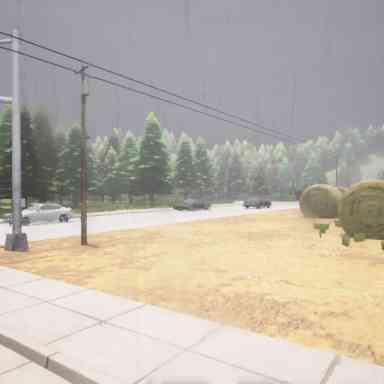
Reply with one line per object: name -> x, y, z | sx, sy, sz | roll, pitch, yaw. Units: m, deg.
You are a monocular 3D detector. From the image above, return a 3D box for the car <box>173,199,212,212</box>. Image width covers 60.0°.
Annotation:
car -> 0.147, 1.469, 38.058 | 2.033, 1.411, 5.357 | 0, 0, 37

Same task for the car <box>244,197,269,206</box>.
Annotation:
car -> 9.895, 1.440, 51.018 | 1.895, 1.301, 4.718 | 0, 0, 37

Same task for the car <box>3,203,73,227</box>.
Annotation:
car -> -10.700, 1.543, 23.468 | 1.812, 1.442, 4.674 | 0, 0, 37

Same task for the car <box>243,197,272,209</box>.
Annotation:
car -> 8.495, 1.412, 43.100 | 2.033, 1.411, 5.357 | 0, 0, 37
